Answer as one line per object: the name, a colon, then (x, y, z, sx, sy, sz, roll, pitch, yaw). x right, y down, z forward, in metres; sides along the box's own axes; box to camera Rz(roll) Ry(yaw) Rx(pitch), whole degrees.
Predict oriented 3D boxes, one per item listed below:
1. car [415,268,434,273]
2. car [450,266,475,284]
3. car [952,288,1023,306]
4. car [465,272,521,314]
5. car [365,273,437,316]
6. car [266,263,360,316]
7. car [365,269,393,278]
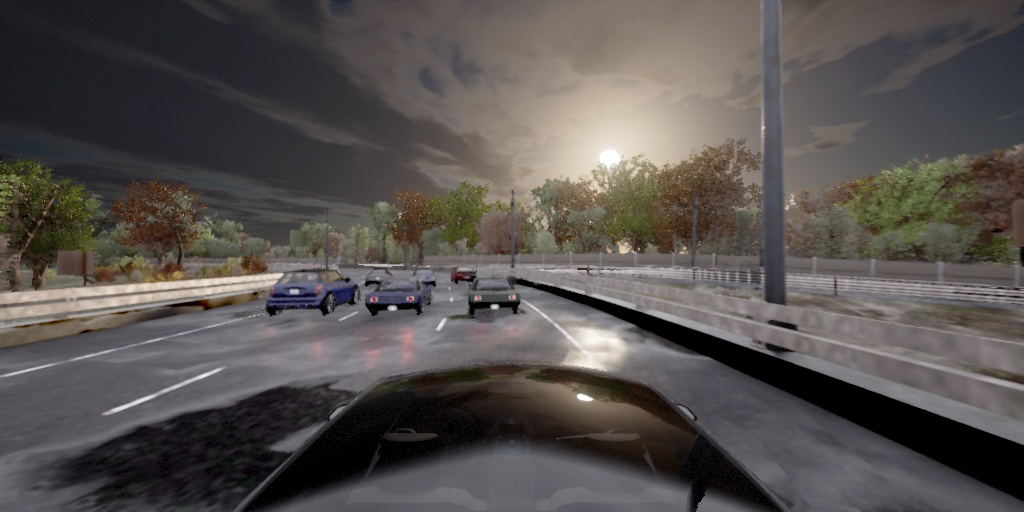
car: (-6.952, 1.676, 28.406, 2.033, 1.411, 5.357, 0, -1, -14)
car: (-4.432, 1.648, 32.438, 1.882, 1.535, 5.008, 0, 0, -16)
car: (37.558, 3.124, 27.658, 4.718, 1.301, 1.895, 3, 1, 28)
car: (-0.848, 1.526, 14.784, 1.895, 1.301, 4.718, 0, -1, -7)
car: (-4.333, 1.536, 14.476, 1.895, 1.301, 4.718, 0, -1, -7)
car: (-7.891, 1.304, 14.710, 2.097, 1.767, 4.553, 0, -1, -7)
car: (-10.944, 1.727, 29.784, 1.994, 1.385, 4.181, 0, -1, -15)
